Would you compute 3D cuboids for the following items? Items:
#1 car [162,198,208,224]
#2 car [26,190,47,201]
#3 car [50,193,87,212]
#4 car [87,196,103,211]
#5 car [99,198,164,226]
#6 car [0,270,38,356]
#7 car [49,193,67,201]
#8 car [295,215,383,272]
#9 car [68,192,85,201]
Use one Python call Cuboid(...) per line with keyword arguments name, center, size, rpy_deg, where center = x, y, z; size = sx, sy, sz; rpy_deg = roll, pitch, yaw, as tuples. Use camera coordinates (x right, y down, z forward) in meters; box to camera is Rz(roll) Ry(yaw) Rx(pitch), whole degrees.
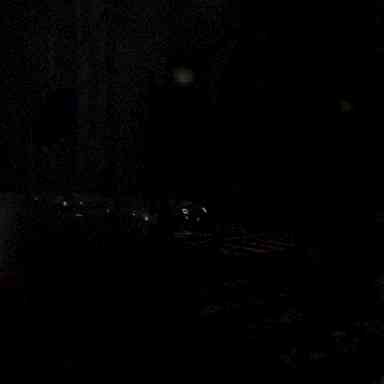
Cuboid(name="car", center=(-0.892, 1.223, 23.684), size=(2.097, 1.767, 4.553), rpy_deg=(-1, 1, -36))
Cuboid(name="car", center=(-22.193, 0.814, 47.901), size=(1.837, 1.490, 4.892), rpy_deg=(-1, 1, -36))
Cuboid(name="car", center=(-13.083, 1.136, 35.082), size=(2.097, 1.767, 4.553), rpy_deg=(-1, 1, -36))
Cuboid(name="car", center=(-10.853, 1.210, 37.550), size=(1.882, 1.535, 5.008), rpy_deg=(-1, 1, -36))
Cuboid(name="car", center=(-4.273, 1.398, 22.824), size=(2.128, 1.511, 4.902), rpy_deg=(-1, 1, -36))
Cuboid(name="car", center=(-4.186, 1.545, 3.665), size=(4.507, 1.381, 1.887), rpy_deg=(0, -1, -36))
Cuboid(name="car", center=(-26.123, 0.988, 64.677), size=(2.033, 1.411, 5.357), rpy_deg=(-1, 1, -36))
Cuboid(name="car", center=(5.361, 1.473, 9.447), size=(1.882, 1.535, 5.008), rpy_deg=(0, 0, -36))
Cuboid(name="car", center=(-22.913, 0.880, 65.778), size=(1.882, 1.535, 5.008), rpy_deg=(-1, 1, -36))
